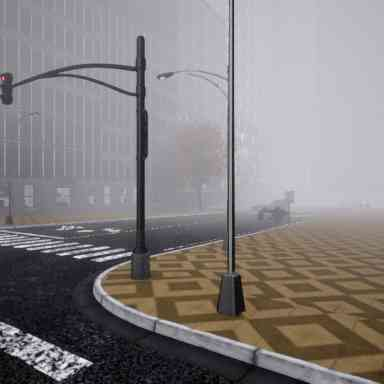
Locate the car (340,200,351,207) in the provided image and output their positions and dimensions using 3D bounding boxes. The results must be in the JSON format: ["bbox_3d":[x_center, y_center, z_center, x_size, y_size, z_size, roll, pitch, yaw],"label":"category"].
[{"bbox_3d":[39.557,3.205,86.110,2.033,1.411,5.357,0,-1,33],"label":"car"}]

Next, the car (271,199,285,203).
[{"bbox_3d":[13.788,2.158,52.244,2.150,2.045,5.566,0,-1,33],"label":"car"}]

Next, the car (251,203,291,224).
[{"bbox_3d":[7.699,2.056,30.857,2.128,1.511,4.902,0,-1,33],"label":"car"}]

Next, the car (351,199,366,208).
[{"bbox_3d":[42.287,3.146,84.345,1.882,1.535,5.008,0,-1,33],"label":"car"}]
